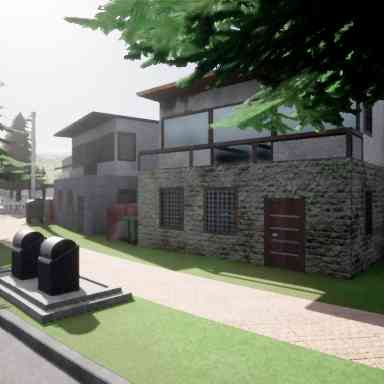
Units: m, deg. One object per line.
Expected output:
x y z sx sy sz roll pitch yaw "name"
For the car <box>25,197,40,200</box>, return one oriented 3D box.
-12.261 1.497 30.167 5.008 1.535 1.882 0 0 -29 "car"
